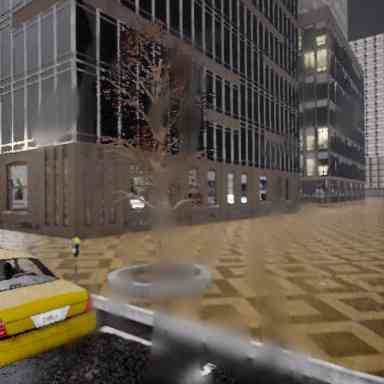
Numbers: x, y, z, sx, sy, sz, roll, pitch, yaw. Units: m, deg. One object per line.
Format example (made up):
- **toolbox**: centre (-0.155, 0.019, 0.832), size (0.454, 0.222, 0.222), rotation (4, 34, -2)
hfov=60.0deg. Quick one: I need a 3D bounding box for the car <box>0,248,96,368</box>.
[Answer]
- **car**: centre (-3.612, 1.484, 5.432), size (4.829, 1.417, 1.752), rotation (0, -1, 36)
